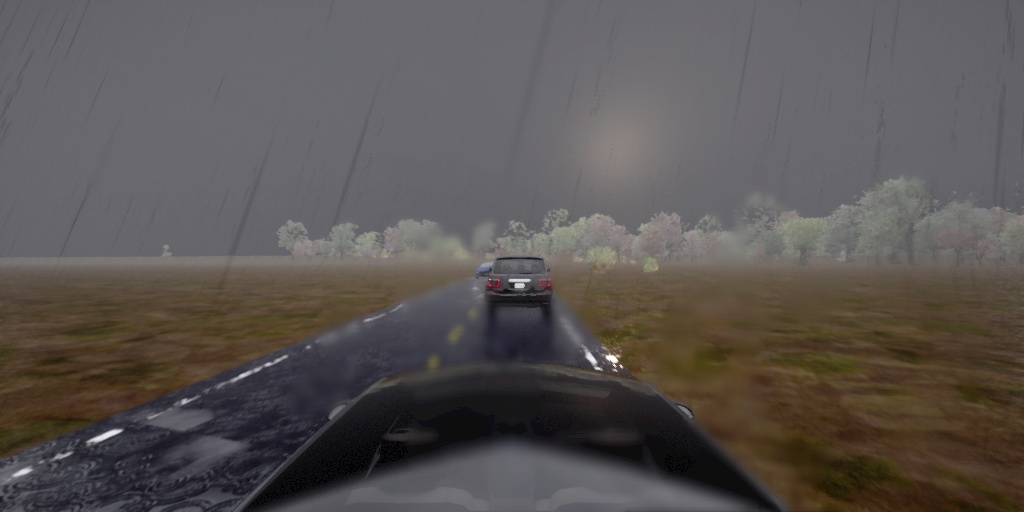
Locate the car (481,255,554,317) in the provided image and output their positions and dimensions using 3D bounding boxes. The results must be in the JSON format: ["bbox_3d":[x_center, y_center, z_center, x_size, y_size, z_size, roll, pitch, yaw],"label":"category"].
[{"bbox_3d":[0.306,0.971,13.272,2.150,2.045,5.566,0,0,2],"label":"car"}]

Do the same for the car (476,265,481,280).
[{"bbox_3d":[-1.943,1.222,31.599,1.882,1.535,5.008,0,0,5],"label":"car"}]
